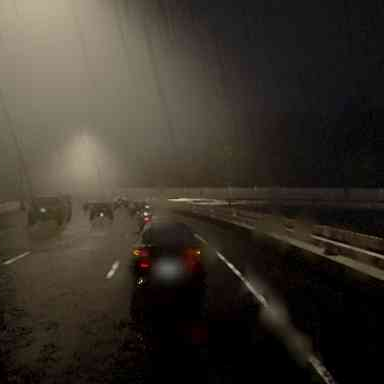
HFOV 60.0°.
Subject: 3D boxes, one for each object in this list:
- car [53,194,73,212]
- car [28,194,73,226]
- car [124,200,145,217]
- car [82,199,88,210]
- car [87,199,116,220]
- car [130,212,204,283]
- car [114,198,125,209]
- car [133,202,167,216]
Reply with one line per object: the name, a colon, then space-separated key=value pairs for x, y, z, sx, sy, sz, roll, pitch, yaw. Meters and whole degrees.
car: x=-16.406 y=1.294 z=42.155 sx=2.150 sy=2.045 sz=5.566 roll=0 pitch=0 yaw=-23
car: x=-10.196 y=1.265 z=24.201 sx=2.150 sy=2.045 sz=5.566 roll=0 pitch=0 yaw=-11
car: x=-5.066 y=1.568 z=31.754 sx=1.812 sy=1.442 sz=4.674 roll=0 pitch=0 yaw=-17
car: x=-13.074 y=1.630 z=43.207 sx=1.994 sy=1.385 sz=4.181 roll=0 pitch=0 yaw=-23
car: x=-7.871 y=1.548 z=28.950 sx=1.837 sy=1.490 sz=4.892 roll=0 pitch=0 yaw=-16
car: x=-0.739 y=1.537 z=9.691 sx=1.812 sy=1.442 sz=4.674 roll=0 pitch=0 yaw=-5
car: x=-9.737 y=1.568 z=44.300 sx=1.837 sy=1.490 sz=4.892 roll=0 pitch=0 yaw=-23
car: x=-2.468 y=1.574 z=21.298 sx=2.033 sy=1.411 sz=5.357 roll=0 pitch=0 yaw=-12
